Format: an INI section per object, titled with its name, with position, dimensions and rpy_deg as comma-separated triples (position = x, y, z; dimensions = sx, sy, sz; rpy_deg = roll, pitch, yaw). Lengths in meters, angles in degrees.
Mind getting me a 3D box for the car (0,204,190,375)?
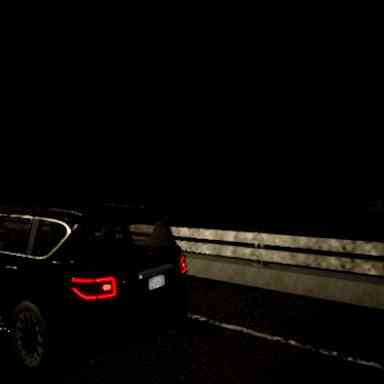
[car]
position = -2.626, 1.227, 5.839
dimensions = 5.566, 2.045, 2.150
rpy_deg = 1, 0, 36
